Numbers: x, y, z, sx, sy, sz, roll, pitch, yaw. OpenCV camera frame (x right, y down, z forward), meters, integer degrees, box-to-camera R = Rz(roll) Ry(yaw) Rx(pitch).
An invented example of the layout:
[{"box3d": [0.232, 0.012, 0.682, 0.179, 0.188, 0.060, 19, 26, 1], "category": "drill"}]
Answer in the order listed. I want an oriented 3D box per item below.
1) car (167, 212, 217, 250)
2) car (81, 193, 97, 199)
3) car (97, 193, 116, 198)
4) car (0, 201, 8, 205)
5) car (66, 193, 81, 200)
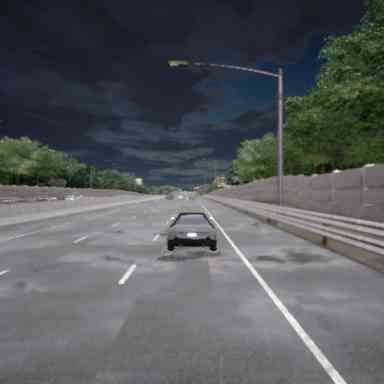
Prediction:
[{"box3d": [0.000, 1.564, 14.380, 1.994, 1.385, 4.181, 0, 0, 0], "category": "car"}, {"box3d": [-20.995, 1.297, 69.662, 2.097, 1.767, 4.553, 0, 0, 0], "category": "car"}, {"box3d": [-17.495, 1.171, 69.603, 2.150, 2.045, 5.566, 0, 0, 0], "category": "car"}, {"box3d": [-17.545, 1.471, 28.739, 2.128, 1.511, 4.902, 0, 0, 1], "category": "car"}, {"box3d": [-24.495, 1.163, 69.603, 2.150, 2.045, 5.566, 0, 0, 0], "category": "car"}]
